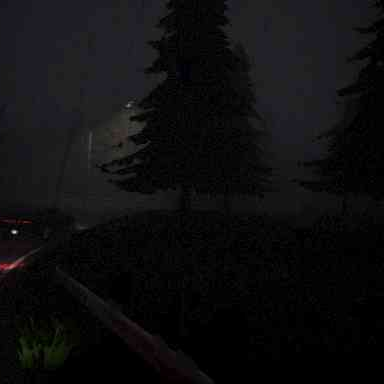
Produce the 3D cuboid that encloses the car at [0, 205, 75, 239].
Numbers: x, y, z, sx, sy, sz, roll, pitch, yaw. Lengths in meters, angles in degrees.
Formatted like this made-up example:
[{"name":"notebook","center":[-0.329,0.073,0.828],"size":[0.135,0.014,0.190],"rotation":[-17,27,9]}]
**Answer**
[{"name":"car","center":[-7.402,1.410,16.491],"size":[1.837,1.490,4.892],"rotation":[4,1,2]}]
